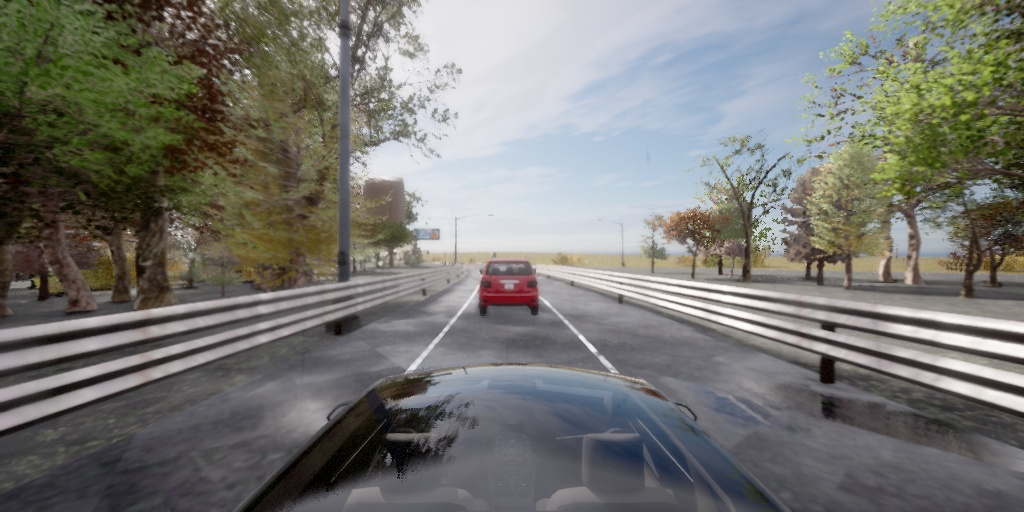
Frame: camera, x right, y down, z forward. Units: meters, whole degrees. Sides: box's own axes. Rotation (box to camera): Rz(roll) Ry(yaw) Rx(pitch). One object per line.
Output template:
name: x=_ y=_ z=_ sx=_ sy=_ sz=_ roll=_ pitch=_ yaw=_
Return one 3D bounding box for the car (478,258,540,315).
car: x=-0.159 y=1.106 z=14.479 sx=2.150 sy=2.045 sz=5.566 roll=0 pitch=0 yaw=-2
